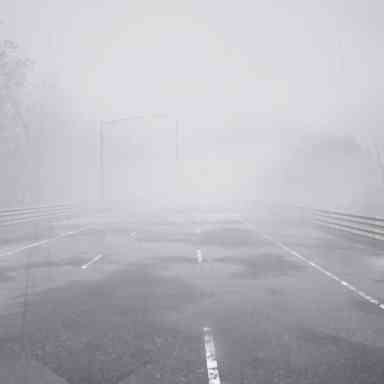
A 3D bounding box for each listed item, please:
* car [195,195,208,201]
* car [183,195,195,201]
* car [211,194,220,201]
[{"bbox_3d":[2.397,1.676,85.897,1.895,1.301,4.718,0,0,6],"label":"car"},{"bbox_3d":[-1.132,1.621,85.775,2.033,1.411,5.357,0,0,6],"label":"car"},{"bbox_3d":[5.953,1.437,86.310,2.097,1.767,4.553,0,0,6],"label":"car"}]
